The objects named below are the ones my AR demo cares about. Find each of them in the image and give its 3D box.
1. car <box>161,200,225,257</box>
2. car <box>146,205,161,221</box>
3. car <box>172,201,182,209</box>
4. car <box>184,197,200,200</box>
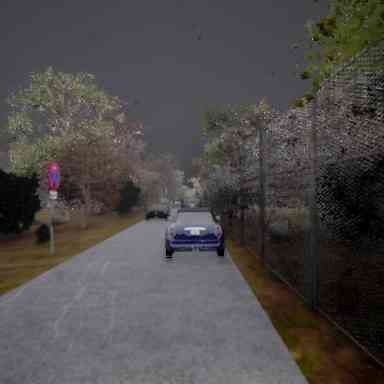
[{"bbox_3d":[0.094,1.389,13.301,2.097,1.767,4.553,-1,0,0],"label":"car"},{"bbox_3d":[-2.924,1.813,29.261,1.895,1.301,4.718,0,-1,0],"label":"car"},{"bbox_3d":[-3.134,2.748,70.468,1.812,1.442,4.674,0,-2,-1],"label":"car"},{"bbox_3d":[0.002,1.515,35.235,2.150,2.045,5.566,-1,-1,0],"label":"car"}]
